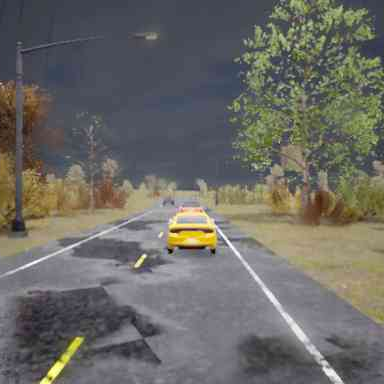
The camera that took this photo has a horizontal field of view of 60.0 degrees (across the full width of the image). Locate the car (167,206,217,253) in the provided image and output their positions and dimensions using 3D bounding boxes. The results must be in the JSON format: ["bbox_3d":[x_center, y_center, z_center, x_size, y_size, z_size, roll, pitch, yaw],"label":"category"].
[{"bbox_3d":[-0.004,1.611,14.468,1.882,1.535,5.008,0,0,0],"label":"car"}]

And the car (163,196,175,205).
[{"bbox_3d":[-5.063,1.846,72.290,2.150,2.045,5.566,0,0,-8],"label":"car"}]

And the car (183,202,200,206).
[{"bbox_3d":[-0.059,1.616,29.086,2.097,1.767,4.553,0,-1,0],"label":"car"}]
